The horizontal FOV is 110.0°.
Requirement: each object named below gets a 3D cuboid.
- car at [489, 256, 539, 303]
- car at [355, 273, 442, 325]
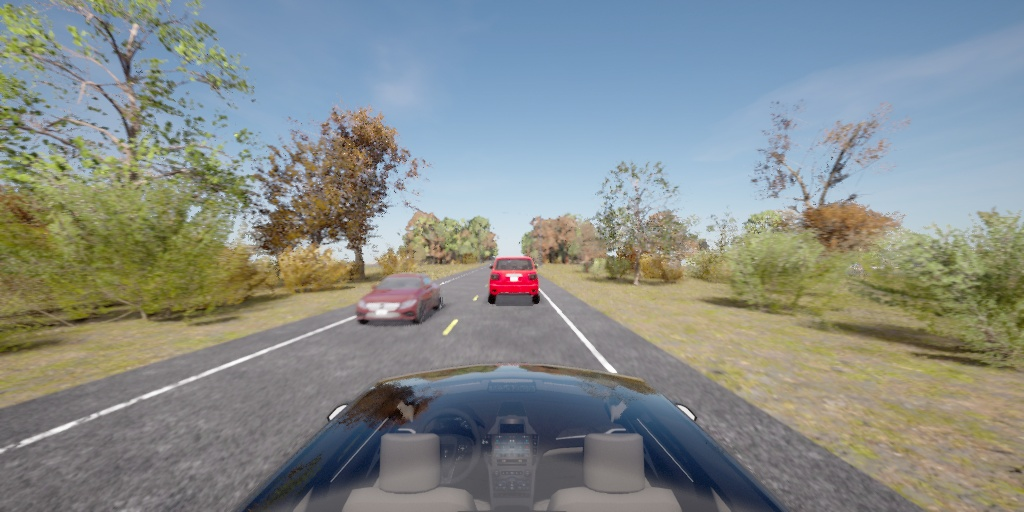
[{"bbox_3d":[0.078,1.033,17.253,2.150,2.045,5.566,0,0,0],"label":"car"},{"bbox_3d":[-3.609,1.319,12.240,1.812,1.442,4.674,0,0,0],"label":"car"}]
